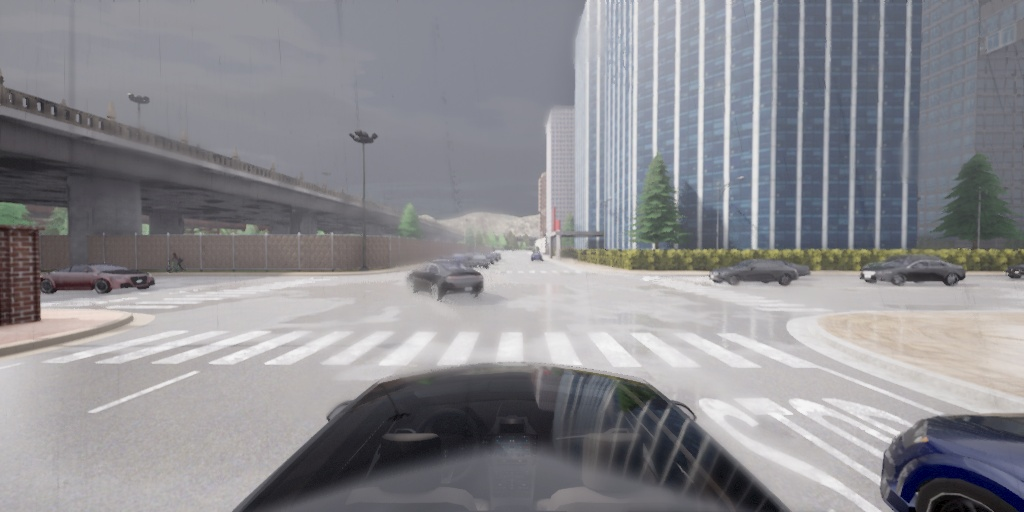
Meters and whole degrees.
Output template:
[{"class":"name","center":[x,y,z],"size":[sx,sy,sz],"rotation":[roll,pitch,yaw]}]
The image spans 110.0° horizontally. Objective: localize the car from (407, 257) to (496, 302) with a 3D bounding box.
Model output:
[{"class":"car","center":[-3.003,0.974,15.418],"size":[2.128,1.511,4.902],"rotation":[0,1,-34]}]

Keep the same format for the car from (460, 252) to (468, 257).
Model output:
[{"class":"car","center":[-6.697,0.403,45.888],"size":[1.812,1.442,4.674],"rotation":[0,1,1]}]

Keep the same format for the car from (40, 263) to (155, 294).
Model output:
[{"class":"car","center":[-20.272,1.057,17.604],"size":[4.181,1.385,1.994],"rotation":[0,1,1]}]

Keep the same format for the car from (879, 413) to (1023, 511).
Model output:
[{"class":"car","center":[3.641,1.332,0.783],"size":[1.994,1.385,4.181],"rotation":[0,1,-1]}]

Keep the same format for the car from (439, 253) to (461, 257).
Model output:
[{"class":"car","center":[-6.785,0.659,36.730],"size":[1.895,1.301,4.718],"rotation":[0,1,1]}]

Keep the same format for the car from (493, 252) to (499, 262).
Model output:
[{"class":"car","center":[-3.193,0.410,46.638],"size":[2.033,1.411,5.357],"rotation":[0,1,1]}]

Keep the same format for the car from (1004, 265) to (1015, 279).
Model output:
[{"class":"car","center":[36.537,0.863,24.184],"size":[4.892,1.490,1.837],"rotation":[0,1,1]}]

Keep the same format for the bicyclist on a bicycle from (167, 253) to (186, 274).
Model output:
[{"class":"bicyclist on a bicycle","center":[-26.813,0.576,28.649],"size":[0.582,1.620,1.656],"rotation":[0,1,1]}]

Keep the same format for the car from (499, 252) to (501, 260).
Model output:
[{"class":"car","center":[-3.066,0.160,56.430],"size":[2.128,1.511,4.902],"rotation":[0,1,1]}]

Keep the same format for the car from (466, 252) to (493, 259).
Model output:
[{"class":"car","center":[-3.280,0.578,37.048],"size":[1.812,1.442,4.674],"rotation":[0,1,1]}]

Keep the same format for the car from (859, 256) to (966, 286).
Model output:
[{"class":"car","center":[23.162,0.916,20.853],"size":[4.902,1.511,2.128],"rotation":[0,1,0]}]

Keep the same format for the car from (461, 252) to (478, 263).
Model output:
[{"class":"car","center":[-6.578,0.162,55.668],"size":[1.882,1.535,5.008],"rotation":[0,1,1]}]

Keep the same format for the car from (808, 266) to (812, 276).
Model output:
[{"class":"car","center":[17.144,0.902,24.417],"size":[5.357,1.411,2.033],"rotation":[0,1,1]}]

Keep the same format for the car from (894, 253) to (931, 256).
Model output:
[{"class":"car","center":[26.635,0.708,24.309],"size":[4.553,1.767,2.097],"rotation":[0,1,1]}]

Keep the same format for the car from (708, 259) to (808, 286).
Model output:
[{"class":"car","center":[14.035,0.950,20.936],"size":[4.674,1.442,1.812],"rotation":[0,1,1]}]

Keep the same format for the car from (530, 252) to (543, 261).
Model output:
[{"class":"car","center":[4.137,0.113,60.552],"size":[1.812,1.442,4.674],"rotation":[0,1,1]}]

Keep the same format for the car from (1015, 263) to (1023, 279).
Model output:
[{"class":"car","center":[33.052,0.931,20.734],"size":[4.892,1.490,1.837],"rotation":[0,1,1]}]
